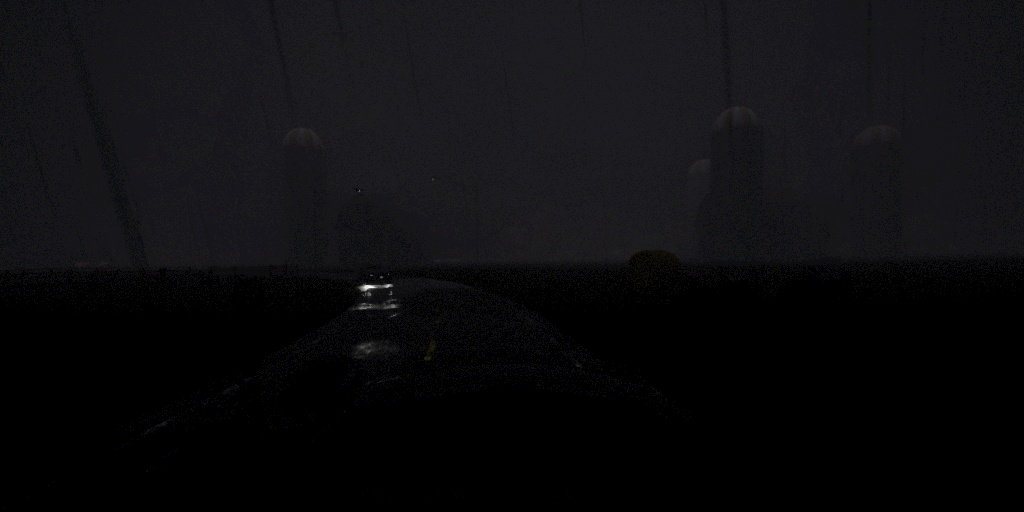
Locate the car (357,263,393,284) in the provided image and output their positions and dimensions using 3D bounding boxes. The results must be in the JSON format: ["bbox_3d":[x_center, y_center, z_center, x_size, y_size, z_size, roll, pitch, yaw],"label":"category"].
[{"bbox_3d":[-10.570,1.282,27.406,1.837,1.490,4.892,0,0,-33],"label":"car"}]
